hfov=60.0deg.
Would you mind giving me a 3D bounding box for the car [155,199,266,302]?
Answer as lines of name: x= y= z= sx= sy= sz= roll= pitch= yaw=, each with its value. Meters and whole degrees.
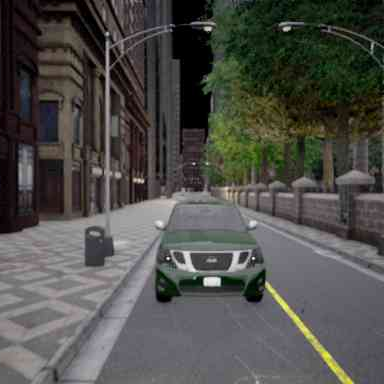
car: x=0.329 y=1.242 z=8.659 sx=2.150 sy=2.045 sz=5.566 roll=0 pitch=0 yaw=-1
